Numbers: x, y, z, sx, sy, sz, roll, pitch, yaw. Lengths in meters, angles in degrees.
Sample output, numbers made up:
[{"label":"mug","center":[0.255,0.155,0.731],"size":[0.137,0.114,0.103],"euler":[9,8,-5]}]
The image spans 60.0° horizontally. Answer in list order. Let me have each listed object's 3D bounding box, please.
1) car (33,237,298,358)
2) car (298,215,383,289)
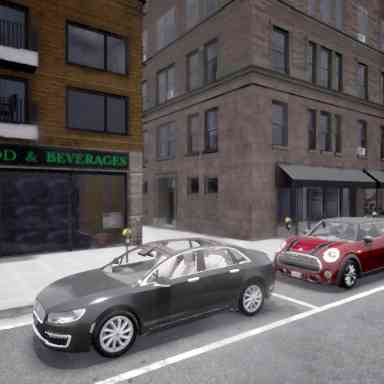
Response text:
[{"label":"car","center":[-0.395,1.551,5.899],"size":[4.403,1.369,2.008],"euler":[0,0,-35]},{"label":"car","center":[4.108,1.442,9.090],"size":[4.097,1.590,1.967],"euler":[0,0,-35]}]
